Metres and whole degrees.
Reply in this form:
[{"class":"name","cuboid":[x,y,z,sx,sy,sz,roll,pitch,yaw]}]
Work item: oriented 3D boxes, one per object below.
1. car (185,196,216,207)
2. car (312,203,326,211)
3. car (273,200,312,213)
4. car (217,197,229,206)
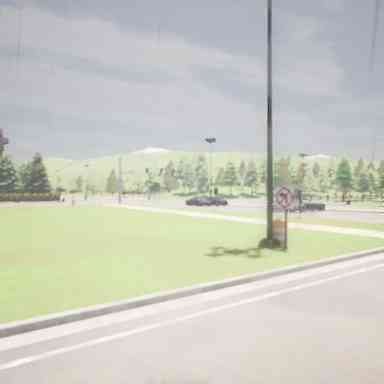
[{"class":"car","cuboid":[1.029,1.507,51.189,2.033,1.411,5.357,0,0,-35]},{"class":"car","cuboid":[13.391,1.557,39.428,1.895,1.301,4.718,0,0,-35]},{"class":"car","cuboid":[10.578,1.486,37.369,1.812,1.442,4.674,0,0,-35]},{"class":"car","cuboid":[3.831,1.480,53.292,1.837,1.490,4.892,0,0,-35]}]
